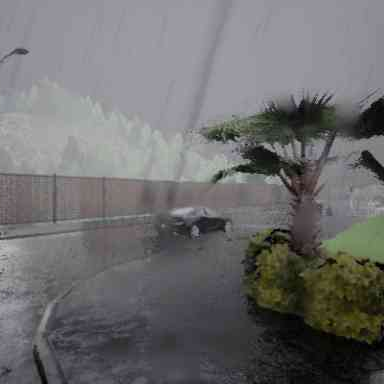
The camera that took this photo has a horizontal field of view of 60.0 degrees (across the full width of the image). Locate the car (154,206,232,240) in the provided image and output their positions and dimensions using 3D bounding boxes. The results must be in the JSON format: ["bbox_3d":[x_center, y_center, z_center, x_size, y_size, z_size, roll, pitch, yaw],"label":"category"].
[{"bbox_3d":[0.233,1.431,17.012,1.882,1.535,5.008,0,0,36],"label":"car"}]

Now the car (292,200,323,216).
[{"bbox_3d":[11.308,1.445,32.348,2.128,1.511,4.902,0,0,35],"label":"car"}]
